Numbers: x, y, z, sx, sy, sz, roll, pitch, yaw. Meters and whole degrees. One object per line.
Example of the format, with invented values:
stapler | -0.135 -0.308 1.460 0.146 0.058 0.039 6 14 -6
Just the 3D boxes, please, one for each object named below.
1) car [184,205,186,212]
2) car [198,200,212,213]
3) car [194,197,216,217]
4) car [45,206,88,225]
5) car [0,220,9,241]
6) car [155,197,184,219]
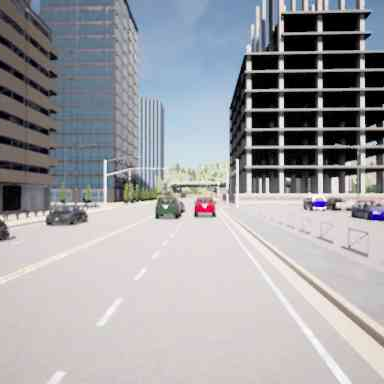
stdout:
car | -1.861 1.912 42.509 2.033 1.411 5.357 0 -1 2
car | 1.723 1.889 44.667 1.837 1.490 4.892 0 -1 2
car | 1.351 1.522 34.820 2.150 2.045 5.566 0 0 2
car | -9.597 1.782 25.755 1.994 1.385 4.181 0 0 2
car | -10.108 1.688 14.823 1.994 1.385 4.181 0 -1 2
car | -2.244 1.499 32.355 2.150 2.045 5.566 0 0 2
